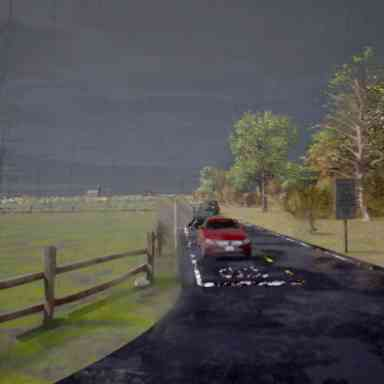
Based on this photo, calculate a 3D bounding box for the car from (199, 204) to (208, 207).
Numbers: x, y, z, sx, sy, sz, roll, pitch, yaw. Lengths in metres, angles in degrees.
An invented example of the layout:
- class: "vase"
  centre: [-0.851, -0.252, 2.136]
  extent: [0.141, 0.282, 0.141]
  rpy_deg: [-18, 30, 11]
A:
- class: "car"
  centre: [0.307, 2.342, 36.267]
  extent: [1.994, 1.385, 4.181]
  rpy_deg: [-1, -1, -2]

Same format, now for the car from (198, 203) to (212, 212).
- class: "car"
  centre: [2.248, 2.674, 58.615]
  extent: [1.882, 1.535, 5.008]
  rpy_deg: [-1, -1, -2]

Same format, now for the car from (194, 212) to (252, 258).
- class: "car"
  centre: [1.259, 1.832, 14.324]
  extent: [1.812, 1.442, 4.674]
  rpy_deg: [-1, -1, -3]

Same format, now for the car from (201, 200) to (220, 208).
- class: "car"
  centre: [2.714, 2.204, 48.054]
  extent: [2.150, 2.045, 5.566]
  rpy_deg: [-1, -1, -3]

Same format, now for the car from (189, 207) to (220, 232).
- class: "car"
  centre: [0.813, 2.086, 24.188]
  extent: [1.994, 1.385, 4.181]
  rpy_deg: [-1, -1, -4]

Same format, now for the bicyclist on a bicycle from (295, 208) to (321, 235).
- class: "bicyclist on a bicycle"
  centre: [6.982, 1.807, 20.035]
  extent: [1.656, 1.620, 0.582]
  rpy_deg: [-1, -1, -3]
